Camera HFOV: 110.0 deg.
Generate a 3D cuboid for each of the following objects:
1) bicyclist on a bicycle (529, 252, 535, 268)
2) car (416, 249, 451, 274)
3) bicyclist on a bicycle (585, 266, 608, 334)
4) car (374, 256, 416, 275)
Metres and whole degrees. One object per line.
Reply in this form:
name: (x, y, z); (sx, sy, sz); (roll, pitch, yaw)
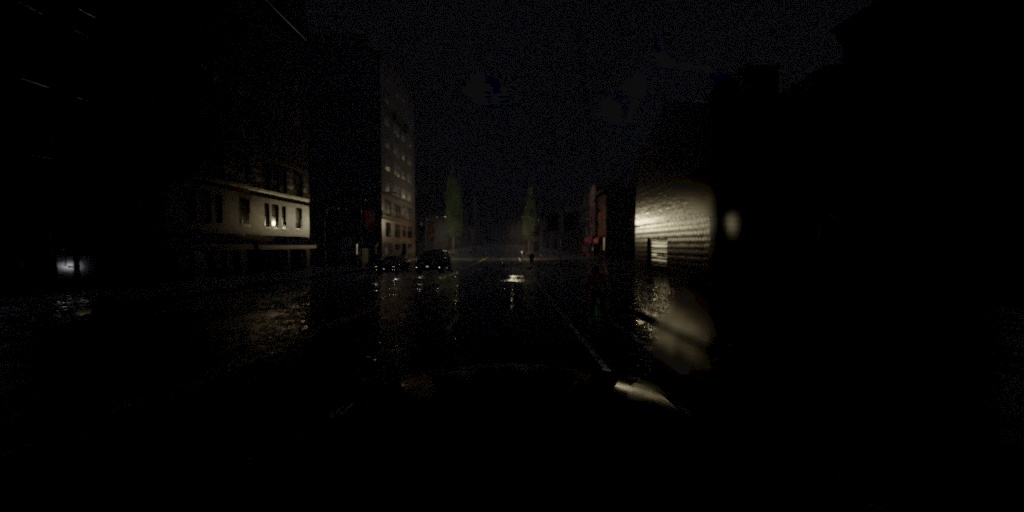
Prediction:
bicyclist on a bicycle: (2.044, 0.452, 37.349); (0.659, 1.776, 1.843); (0, 1, 1)
car: (-6.669, 0.435, 31.052); (2.150, 2.045, 5.566); (0, 1, 0)
bicyclist on a bicycle: (2.167, 1.081, 9.180); (0.582, 1.620, 1.656); (0, 1, 0)
car: (-9.922, 0.736, 30.159); (1.837, 1.490, 4.892); (0, 1, 0)
